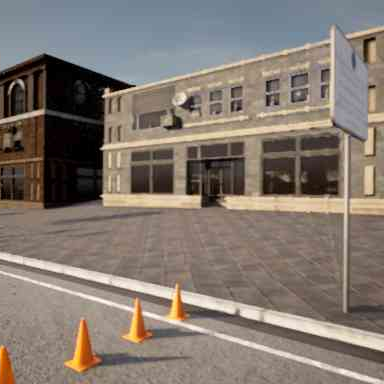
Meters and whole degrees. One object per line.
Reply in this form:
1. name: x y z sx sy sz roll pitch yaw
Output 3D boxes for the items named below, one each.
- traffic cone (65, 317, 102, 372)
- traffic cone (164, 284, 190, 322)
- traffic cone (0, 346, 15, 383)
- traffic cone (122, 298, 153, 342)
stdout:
1. traffic cone: -1.432 1.955 4.385 0.340 0.580 0.340 0 0 36
2. traffic cone: -0.266 1.962 6.009 0.340 0.580 0.340 0 0 36
3. traffic cone: -2.016 1.952 3.572 0.340 0.580 0.340 0 0 36
4. traffic cone: -0.849 1.959 5.197 0.340 0.580 0.340 0 0 36
